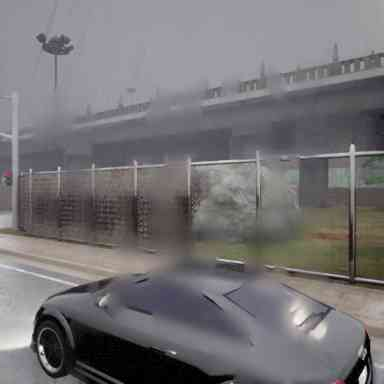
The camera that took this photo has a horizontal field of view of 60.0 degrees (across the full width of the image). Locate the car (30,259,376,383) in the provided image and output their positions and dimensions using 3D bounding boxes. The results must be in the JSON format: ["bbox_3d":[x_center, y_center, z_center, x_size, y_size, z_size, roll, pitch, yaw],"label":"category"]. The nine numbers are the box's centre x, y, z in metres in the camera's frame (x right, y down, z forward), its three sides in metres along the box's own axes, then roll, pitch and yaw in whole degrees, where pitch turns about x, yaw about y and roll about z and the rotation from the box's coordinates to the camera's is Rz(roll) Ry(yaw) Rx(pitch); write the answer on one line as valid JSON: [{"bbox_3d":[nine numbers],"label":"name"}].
[{"bbox_3d":[-0.131,1.564,4.083,4.181,1.385,1.994,0,0,36],"label":"car"}]
